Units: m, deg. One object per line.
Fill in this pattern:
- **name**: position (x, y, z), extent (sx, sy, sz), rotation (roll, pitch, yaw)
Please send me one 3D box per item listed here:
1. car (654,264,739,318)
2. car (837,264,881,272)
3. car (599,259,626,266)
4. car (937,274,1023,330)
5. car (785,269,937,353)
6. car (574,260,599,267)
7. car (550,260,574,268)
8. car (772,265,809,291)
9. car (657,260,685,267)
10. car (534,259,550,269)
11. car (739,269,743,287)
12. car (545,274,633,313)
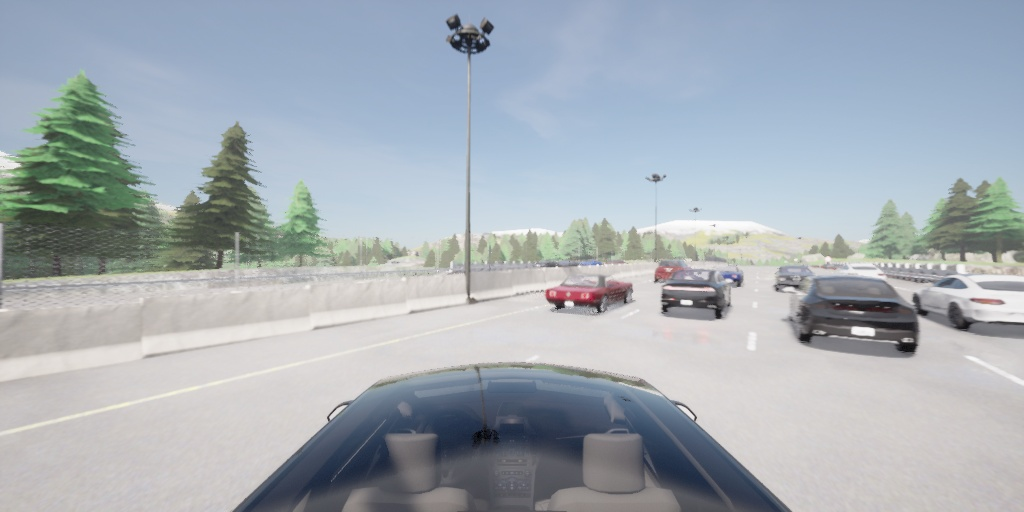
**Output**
- **car**: position (6.766, 1.222, 13.052), extent (2.128, 1.511, 4.902), rotation (0, 0, 35)
- **car**: position (21.792, 1.196, 22.524), extent (1.812, 1.442, 4.674), rotation (0, 0, 35)
- **car**: position (13.803, 1.214, 48.231), extent (1.882, 1.535, 5.008), rotation (0, 0, 35)
- **car**: position (13.216, 1.224, 10.069), extent (1.812, 1.442, 4.674), rotation (0, 0, 35)
- **car**: position (8.160, 1.224, 8.926), extent (1.837, 1.490, 4.892), rotation (0, 0, 35)
- **car**: position (10.913, 1.229, 50.201), extent (1.882, 1.535, 5.008), rotation (0, 0, 35)
- **car**: position (8.049, 1.314, 52.207), extent (2.033, 1.411, 5.357), rotation (0, 0, 35)
- **car**: position (16.167, 1.243, 20.579), extent (2.033, 1.411, 5.357), rotation (0, 0, 35)
- **car**: position (12.396, 1.070, 27.407), extent (2.097, 1.767, 4.553), rotation (0, 0, 35)
- **car**: position (5.153, 1.274, 54.165), extent (2.128, 1.511, 4.902), rotation (0, 0, 35)
- **car**: position (14.615, 1.307, 24.465), extent (1.895, 1.301, 4.718), rotation (0, 0, 35)
- **car**: position (3.229, 1.349, 14.095), extent (1.895, 1.301, 4.718), rotation (0, 0, 35)
